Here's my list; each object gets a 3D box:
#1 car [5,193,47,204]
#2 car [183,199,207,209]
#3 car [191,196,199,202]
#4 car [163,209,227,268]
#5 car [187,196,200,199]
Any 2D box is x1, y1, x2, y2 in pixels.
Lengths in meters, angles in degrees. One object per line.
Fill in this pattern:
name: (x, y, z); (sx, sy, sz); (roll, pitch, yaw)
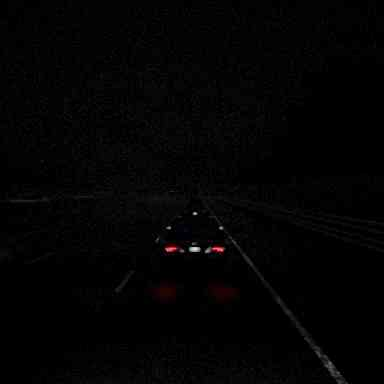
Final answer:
car: (-17.245, 1.153, 34.858); (2.150, 2.045, 5.566); (0, 0, 1)
car: (0.243, 1.536, 26.076); (1.994, 1.385, 4.181); (0, 0, 1)
car: (0.757, 1.609, 77.847); (1.895, 1.301, 4.718); (0, 0, 1)
car: (0.095, 1.537, 11.163); (2.033, 1.411, 5.357); (0, 0, 1)
car: (0.528, 1.474, 54.686); (1.837, 1.490, 4.892); (0, 0, 1)
